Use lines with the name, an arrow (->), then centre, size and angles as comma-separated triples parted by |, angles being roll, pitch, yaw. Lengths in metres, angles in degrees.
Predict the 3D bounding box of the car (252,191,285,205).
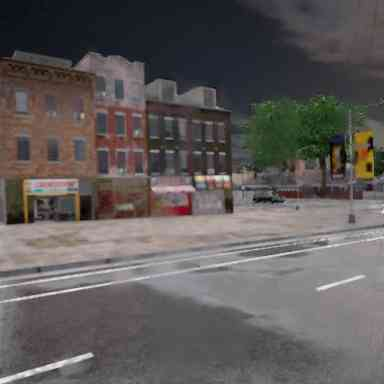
car -> 12.015, 0.923, 52.484 | 2.150, 2.045, 5.566 | -3, 1, -35
